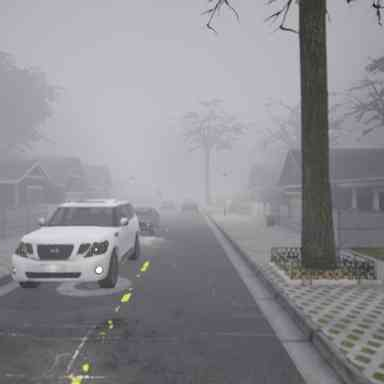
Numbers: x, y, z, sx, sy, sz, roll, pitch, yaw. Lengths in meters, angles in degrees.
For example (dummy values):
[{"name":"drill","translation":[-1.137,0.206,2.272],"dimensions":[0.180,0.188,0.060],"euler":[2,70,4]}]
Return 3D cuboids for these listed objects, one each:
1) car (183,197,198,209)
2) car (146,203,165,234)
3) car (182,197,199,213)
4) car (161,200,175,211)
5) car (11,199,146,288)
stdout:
[{"name":"car","translation":[-0.291,1.572,49.084],"dimensions":[2.097,1.767,4.553],"euler":[0,0,0]},{"name":"car","translation":[-2.995,1.637,20.170],"dimensions":[2.033,1.411,5.357],"euler":[0,0,0]},{"name":"car","translation":[-0.214,1.654,39.403],"dimensions":[1.882,1.535,5.008],"euler":[0,0,-1]},{"name":"car","translation":[-3.199,1.743,43.556],"dimensions":[2.033,1.411,5.357],"euler":[0,0,0]},{"name":"car","translation":[-2.916,1.265,9.727],"dimensions":[2.150,2.045,5.566],"euler":[0,0,0]}]
